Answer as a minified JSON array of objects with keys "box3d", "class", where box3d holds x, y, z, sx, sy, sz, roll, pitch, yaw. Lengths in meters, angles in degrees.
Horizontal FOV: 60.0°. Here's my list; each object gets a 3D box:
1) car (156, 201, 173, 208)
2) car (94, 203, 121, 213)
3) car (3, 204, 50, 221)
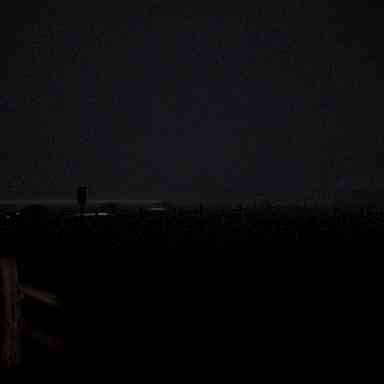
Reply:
[{"box3d":[-5.200,2.419,63.599,1.994,1.385,4.181,-1,-1,18],"class":"car"},{"box3d":[-11.219,2.097,44.237,1.994,1.385,4.181,-1,-1,16],"class":"car"},{"box3d":[-14.968,1.847,30.422,1.812,1.442,4.674,-1,-1,15],"class":"car"}]
